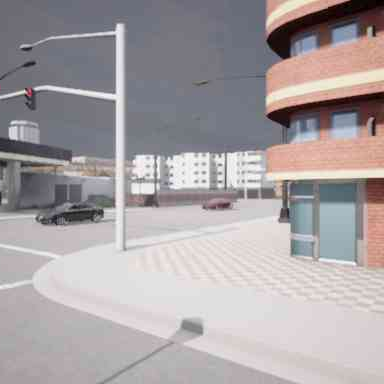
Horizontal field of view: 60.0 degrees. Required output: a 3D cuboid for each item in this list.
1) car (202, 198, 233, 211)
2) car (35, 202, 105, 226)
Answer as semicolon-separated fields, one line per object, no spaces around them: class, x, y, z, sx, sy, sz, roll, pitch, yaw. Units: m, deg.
car;3.074;1.441;39.805;1.882;1.535;5.008;0;0;35
car;-8.365;1.469;23.194;1.837;1.490;4.892;0;0;34
